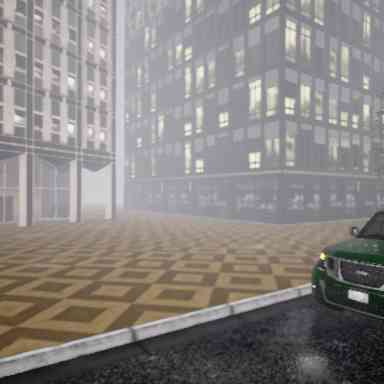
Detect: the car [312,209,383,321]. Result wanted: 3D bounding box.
[{"bbox_3d":[4.827,1.304,6.813,5.566,2.045,2.150,1,0,-36],"label":"car"}]
